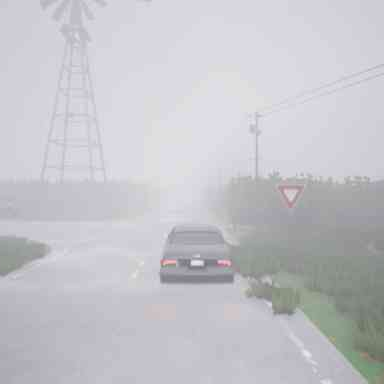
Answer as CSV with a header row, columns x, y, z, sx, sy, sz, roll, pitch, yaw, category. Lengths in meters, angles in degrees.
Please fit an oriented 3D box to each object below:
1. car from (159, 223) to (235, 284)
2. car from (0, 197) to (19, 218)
x,y,z,sx,sy,sz,roll,pitch,yaw,category
0.108,1.607,9.754,2.033,1.411,5.357,0,0,0,car
-17.203,1.403,30.867,1.905,1.878,3.866,0,0,-31,car
